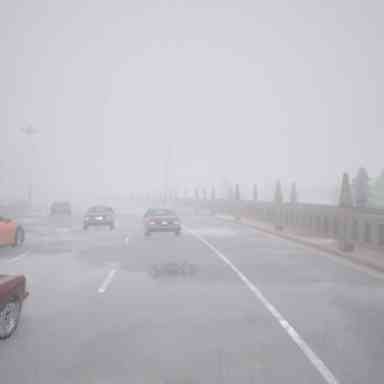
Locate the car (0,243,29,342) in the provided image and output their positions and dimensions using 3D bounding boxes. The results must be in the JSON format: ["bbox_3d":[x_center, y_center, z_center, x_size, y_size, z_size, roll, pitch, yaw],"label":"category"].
[{"bbox_3d":[-3.616,1.614,3.524,1.895,1.301,4.718,0,0,-2],"label":"car"}]

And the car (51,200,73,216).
[{"bbox_3d":[-13.211,1.538,33.670,2.128,1.511,4.902,0,0,-20],"label":"car"}]

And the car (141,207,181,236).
[{"bbox_3d":[-1.799,1.553,18.620,2.033,1.411,5.357,0,0,-11],"label":"car"}]

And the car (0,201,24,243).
[{"bbox_3d":[-7.922,1.381,12.125,2.097,1.767,4.553,0,0,-7],"label":"car"}]

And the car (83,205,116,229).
[{"bbox_3d":[-5.975,1.568,21.676,2.033,1.411,5.357,0,0,-13],"label":"car"}]

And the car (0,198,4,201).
[{"bbox_3d":[-27.571,1.625,47.299,1.812,1.442,4.674,0,0,-30],"label":"car"}]
